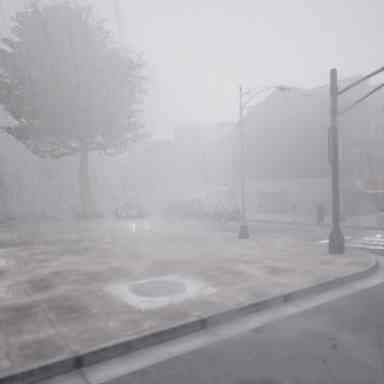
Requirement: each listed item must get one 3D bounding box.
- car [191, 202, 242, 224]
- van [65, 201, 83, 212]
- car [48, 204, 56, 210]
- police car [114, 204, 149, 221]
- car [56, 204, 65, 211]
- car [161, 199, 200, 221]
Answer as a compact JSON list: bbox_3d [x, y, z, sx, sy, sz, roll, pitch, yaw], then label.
[{"bbox_3d":[2.245,1.713,26.119,2.008,1.369,4.403,-4,1,-35],"label":"car"},{"bbox_3d":[-20.124,2.469,57.747,1.690,1.788,3.998,-4,1,-35],"label":"van"},{"bbox_3d":[-29.690,3.135,71.306,1.802,1.307,4.206,-4,1,-35],"label":"car"},{"bbox_3d":[-6.046,2.011,33.313,2.038,1.542,4.974,-2,0,-35],"label":"police car"},{"bbox_3d":[-23.404,2.798,62.407,1.752,1.417,4.829,-4,1,-35],"label":"car"},{"bbox_3d":[-0.963,1.613,30.635,2.192,1.841,5.009,-4,1,-35],"label":"car"}]
